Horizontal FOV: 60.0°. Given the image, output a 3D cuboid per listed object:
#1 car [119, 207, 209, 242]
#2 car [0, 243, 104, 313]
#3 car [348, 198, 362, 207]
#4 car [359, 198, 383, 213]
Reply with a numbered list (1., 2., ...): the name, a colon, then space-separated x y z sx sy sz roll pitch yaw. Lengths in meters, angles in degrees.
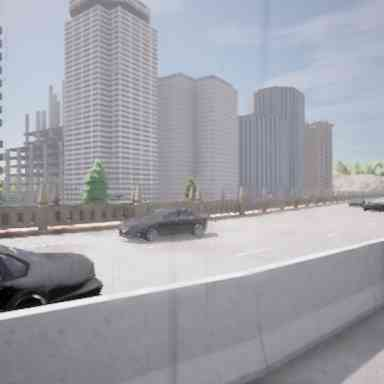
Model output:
1. car: -1.296 1.545 16.712 4.892 1.490 1.837 0 0 -42
2. car: -4.231 1.578 5.340 5.357 1.411 2.033 0 0 -36
3. car: 24.619 1.538 49.379 2.033 1.411 5.357 0 0 36
4. car: 20.762 1.586 37.835 1.895 1.301 4.718 0 0 35
